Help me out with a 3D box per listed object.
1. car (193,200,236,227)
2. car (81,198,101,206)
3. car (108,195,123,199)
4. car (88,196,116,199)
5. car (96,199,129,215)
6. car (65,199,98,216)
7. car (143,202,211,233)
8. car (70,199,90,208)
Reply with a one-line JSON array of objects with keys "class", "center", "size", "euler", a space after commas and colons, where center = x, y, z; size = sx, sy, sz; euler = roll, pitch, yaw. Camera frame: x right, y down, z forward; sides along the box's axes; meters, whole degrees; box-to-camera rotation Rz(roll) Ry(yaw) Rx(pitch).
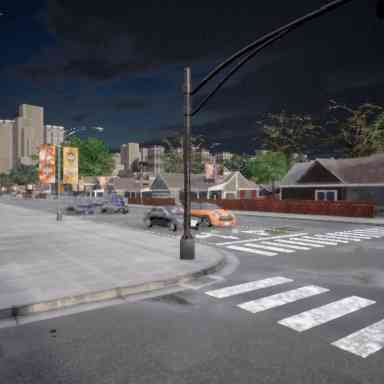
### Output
[{"class": "car", "center": [0.930, 1.456, 23.025], "size": [2.097, 1.767, 4.553], "euler": [0, 0, -35]}, {"class": "car", "center": [-19.115, 1.906, 62.605], "size": [2.033, 1.411, 5.357], "euler": [0, 0, -35]}, {"class": "car", "center": [-12.966, 1.522, 54.124], "size": [2.150, 2.045, 5.566], "euler": [0, 0, -36]}, {"class": "car", "center": [-13.382, 1.785, 49.106], "size": [1.837, 1.490, 4.892], "euler": [0, 0, -35]}, {"class": "car", "center": [-8.511, 1.768, 36.313], "size": [1.994, 1.385, 4.181], "euler": [0, 0, -35]}, {"class": "car", "center": [-12.154, 1.763, 35.827], "size": [2.033, 1.411, 5.357], "euler": [0, 0, -35]}, {"class": "car", "center": [-1.316, 1.590, 20.588], "size": [2.128, 1.511, 4.902], "euler": [0, 0, -35]}, {"class": "car", "center": [-19.431, 1.886, 57.591], "size": [2.033, 1.411, 5.357], "euler": [0, 0, -34]}]
